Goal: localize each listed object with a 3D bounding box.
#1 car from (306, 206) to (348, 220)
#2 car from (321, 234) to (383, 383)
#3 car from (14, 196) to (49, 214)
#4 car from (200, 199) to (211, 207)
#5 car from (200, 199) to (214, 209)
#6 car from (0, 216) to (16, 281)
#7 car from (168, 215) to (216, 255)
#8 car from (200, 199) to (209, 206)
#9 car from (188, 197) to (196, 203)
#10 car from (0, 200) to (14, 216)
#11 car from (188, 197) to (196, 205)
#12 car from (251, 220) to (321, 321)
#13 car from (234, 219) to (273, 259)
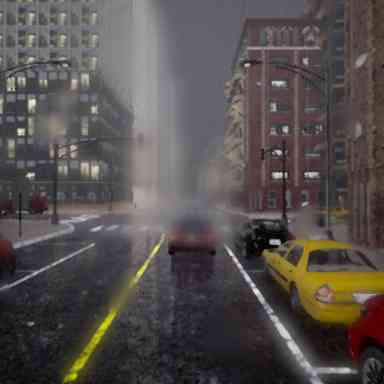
[{"bbox_3d":[14.657,2.169,35.218,4.829,1.417,1.752,1,-2,0],"label":"car"},{"bbox_3d":[2.692,1.331,1.524,2.192,1.841,5.009,0,-1,0],"label":"car"},{"bbox_3d":[-17.679,1.359,34.962,5.009,1.841,2.192,1,-2,0],"label":"car"},{"bbox_3d":[2.719,2.212,67.825,2.008,1.369,4.403,0,-1,0],"label":"car"},{"bbox_3d":[2.764,2.113,54.908,1.802,1.307,4.206,0,-1,0],"label":"car"},{"bbox_3d":[-5.686,1.509,7.207,1.967,1.590,4.097,0,-1,0],"label":"car"},{"bbox_3d":[0.009,1.681,13.992,2.033,1.411,5.357,0,-1,0],"label":"car"},{"bbox_3d":[2.722,2.270,73.472,2.008,1.369,4.403,0,-1,0],"label":"car"},{"bbox_3d":[0.038,2.173,87.511,1.882,1.535,5.008,0,-1,0],"label":"car"},{"bbox_3d":[-17.548,1.261,26.584,5.009,1.841,2.192,1,-2,0],"label":"car"},{"bbox_3d":[0.032,2.312,75.872,1.895,1.301,4.718,0,-1,0],"label":"car"},{"bbox_3d":[2.694,1.596,7.374,1.752,1.417,4.829,0,-1,0],"label":"car"},{"bbox_3d":[2.696,1.689,12.886,1.947,1.339,4.313,0,-1,0],"label":"car"}]
